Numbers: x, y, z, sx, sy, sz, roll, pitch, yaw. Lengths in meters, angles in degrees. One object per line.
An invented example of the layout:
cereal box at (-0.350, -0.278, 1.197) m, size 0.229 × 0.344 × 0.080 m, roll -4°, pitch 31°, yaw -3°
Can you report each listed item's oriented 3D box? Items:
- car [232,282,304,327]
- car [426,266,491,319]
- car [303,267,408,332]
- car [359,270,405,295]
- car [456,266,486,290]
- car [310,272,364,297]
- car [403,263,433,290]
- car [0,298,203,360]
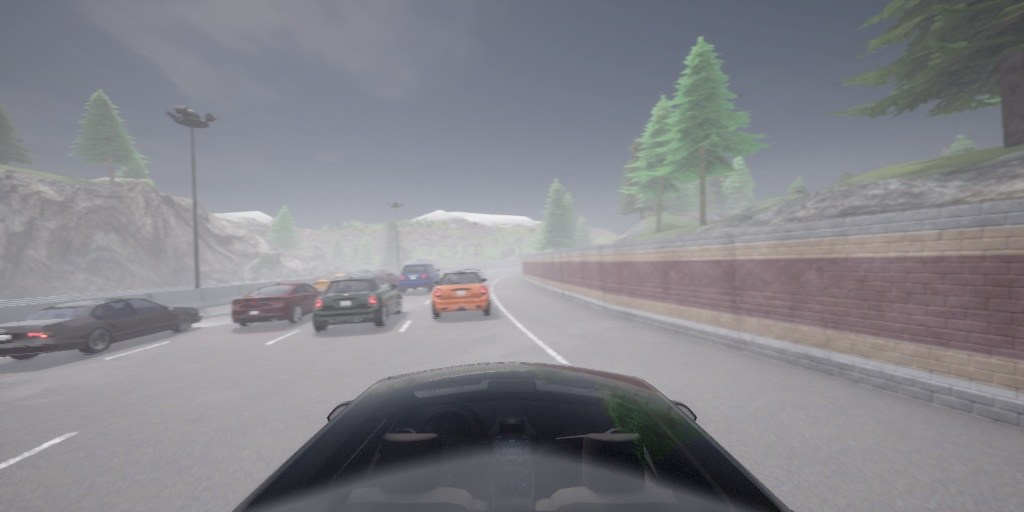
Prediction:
car at (-9.100, 1.816, 14.662) m, size 1.882 × 1.535 × 5.008 m, roll -3°, pitch 0°, yaw -7°
car at (-2.060, 1.354, 14.646) m, size 2.097 × 1.767 × 4.553 m, roll -3°, pitch -1°, yaw -7°
car at (-5.382, 1.497, 13.078) m, size 2.097 × 1.767 × 4.553 m, roll -3°, pitch 0°, yaw -8°
car at (-10.232, 2.039, 28.748) m, size 1.882 × 1.535 × 5.008 m, roll -3°, pitch 0°, yaw -1°
car at (-3.254, 1.714, 29.246) m, size 1.882 × 1.535 × 5.008 m, roll -3°, pitch 0°, yaw -1°
car at (-13.725, 2.203, 28.487) m, size 1.882 × 1.535 × 5.008 m, roll -3°, pitch 0°, yaw -1°
car at (-6.713, 1.592, 26.669) m, size 2.150 × 2.045 × 5.566 m, roll -3°, pitch 0°, yaw -2°
car at (-12.130, 1.983, 10.795) m, size 2.033 × 1.411 × 5.357 m, roll -3°, pitch -1°, yaw -8°
